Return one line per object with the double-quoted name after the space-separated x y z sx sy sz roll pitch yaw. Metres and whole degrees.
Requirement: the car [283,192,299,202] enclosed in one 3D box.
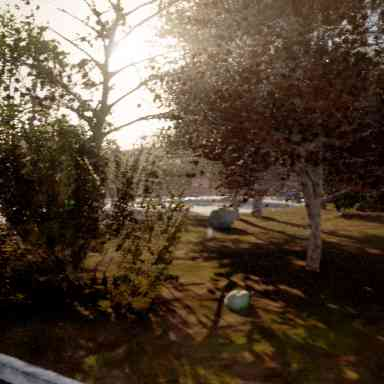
15.225 0.677 51.392 1.882 1.535 5.008 0 1 9 "car"
